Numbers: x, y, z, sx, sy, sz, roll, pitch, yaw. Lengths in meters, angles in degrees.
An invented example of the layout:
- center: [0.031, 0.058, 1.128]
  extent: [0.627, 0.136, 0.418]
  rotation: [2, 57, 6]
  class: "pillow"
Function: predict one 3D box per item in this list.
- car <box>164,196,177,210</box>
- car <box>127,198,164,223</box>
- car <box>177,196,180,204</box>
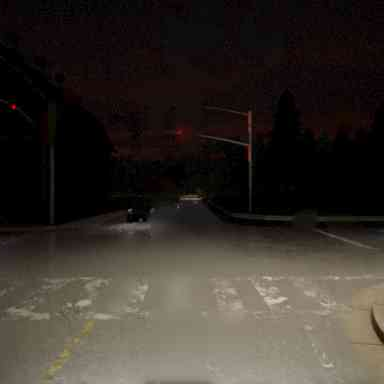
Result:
- center: [-3.514, 1.546, 44.231]
  extent: [2.033, 1.411, 5.357]
  rotation: [0, 0, 0]
  class: "car"
- center: [-3.551, 1.351, 25.313]
  extent: [2.097, 1.767, 4.553]
  rotation: [0, 0, 0]
  class: "car"
- center: [-3.375, 1.515, 65.408]
  extent: [1.837, 1.490, 4.892]
  rotation: [0, 0, 0]
  class: "car"
